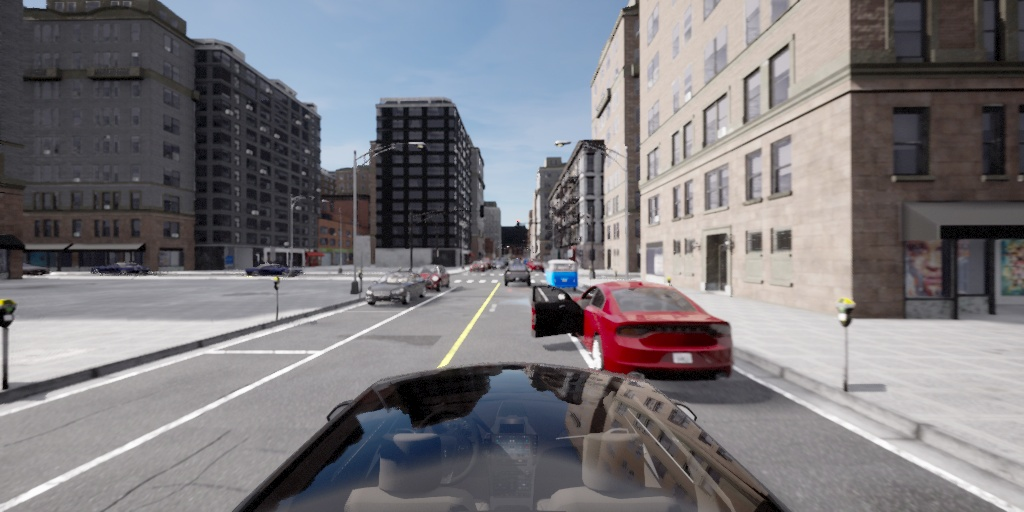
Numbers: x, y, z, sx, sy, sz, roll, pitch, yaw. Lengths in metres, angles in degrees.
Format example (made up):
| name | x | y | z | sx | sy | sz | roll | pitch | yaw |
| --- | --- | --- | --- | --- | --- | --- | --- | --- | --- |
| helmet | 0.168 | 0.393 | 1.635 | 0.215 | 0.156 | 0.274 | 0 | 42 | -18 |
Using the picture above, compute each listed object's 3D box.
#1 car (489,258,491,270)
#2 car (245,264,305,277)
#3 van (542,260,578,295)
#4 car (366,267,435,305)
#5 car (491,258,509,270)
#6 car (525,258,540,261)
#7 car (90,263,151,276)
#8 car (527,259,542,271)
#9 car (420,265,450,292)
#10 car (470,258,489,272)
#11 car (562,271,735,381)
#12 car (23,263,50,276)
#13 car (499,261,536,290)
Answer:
| name | x | y | z | sx | sy | sz | roll | pitch | yaw |
| --- | --- | --- | --- | --- | --- | --- | --- | --- | --- |
| car | -4.560 | 1.475 | 54.161 | 1.751 | 1.417 | 4.829 | 0 | 0 | 1 |
| car | -22.736 | 1.427 | 34.548 | 4.718 | 1.301 | 1.895 | 0 | 0 | 1 |
| van | 2.975 | 1.153 | 21.923 | 1.690 | 1.789 | 3.998 | 0 | 0 | 1 |
| car | -5.136 | 1.372 | 16.366 | 2.007 | 1.370 | 4.403 | 0 | 0 | 1 |
| car | -1.981 | 1.436 | 55.943 | 2.128 | 1.511 | 4.902 | 0 | 0 | 1 |
| car | 3.467 | 1.235 | 54.209 | 2.192 | 1.841 | 5.009 | 0 | 0 | 1 |
| car | -41.258 | 1.400 | 37.766 | 4.718 | 1.301 | 1.895 | 0 | 0 | 1 |
| car | 3.385 | 1.448 | 48.800 | 1.888 | 1.381 | 4.507 | 0 | 0 | 1 |
| car | -5.049 | 1.281 | 22.046 | 1.967 | 1.591 | 4.097 | 0 | 0 | 1 |
| car | -4.639 | 1.371 | 48.922 | 1.967 | 1.591 | 4.097 | 0 | 0 | 1 |
| car | 2.348 | 1.240 | 7.332 | 1.882 | 1.535 | 5.008 | 0 | 0 | 1 |
| car | -48.671 | 1.323 | 34.993 | 5.357 | 1.411 | 2.033 | 0 | 0 | 1 |
| car | 0.397 | 1.326 | 25.950 | 2.128 | 1.511 | 4.902 | 0 | 0 | 1 |
